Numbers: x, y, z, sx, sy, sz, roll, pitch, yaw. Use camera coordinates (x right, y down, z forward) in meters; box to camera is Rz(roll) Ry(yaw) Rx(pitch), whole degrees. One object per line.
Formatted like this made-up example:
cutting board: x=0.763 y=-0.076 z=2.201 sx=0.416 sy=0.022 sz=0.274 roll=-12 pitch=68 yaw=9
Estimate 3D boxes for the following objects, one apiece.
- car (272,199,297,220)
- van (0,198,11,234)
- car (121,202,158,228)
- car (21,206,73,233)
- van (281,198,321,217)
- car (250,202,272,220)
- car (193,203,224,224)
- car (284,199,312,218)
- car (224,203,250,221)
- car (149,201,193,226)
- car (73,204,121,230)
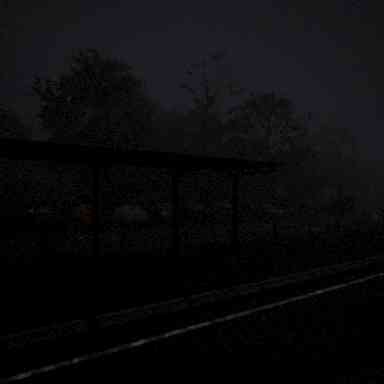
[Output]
car: x=6.804 y=1.735 z=31.380 sx=1.946 sy=1.575 sz=5.366 roll=1 pitch=0 yaw=-36
van: x=-11.419 y=1.278 z=18.699 sx=1.878 sy=1.987 sz=4.442 roll=1 pitch=0 yaw=-36
car: x=-4.583 y=1.630 z=23.450 sx=2.002 sy=1.452 sz=4.674 roll=1 pitch=0 yaw=-36
car: x=-9.096 y=1.572 z=20.216 sx=2.002 sy=1.452 sz=4.674 roll=1 pitch=0 yaw=-36
van: x=11.278 y=1.574 z=34.669 sx=1.878 sy=1.987 sz=4.442 roll=1 pitch=0 yaw=-36
car: x=4.423 y=1.738 z=29.939 sx=2.163 sy=1.488 sz=4.792 roll=1 pitch=0 yaw=-36
car: x=-0.075 y=1.648 z=26.689 sx=2.097 sy=1.535 sz=5.008 roll=1 pitch=0 yaw=-36
car: x=8.936 y=1.799 z=33.172 sx=2.163 sy=1.488 sz=4.792 roll=1 pitch=0 yaw=-36
car: x=2.188 y=1.679 z=28.295 sx=2.231 sy=1.521 sz=4.892 roll=1 pitch=0 yaw=-36
car: x=-2.345 y=1.493 z=25.094 sx=2.185 sy=1.767 sz=4.553 roll=1 pitch=0 yaw=-36
car: x=-6.837 y=1.561 z=21.832 sx=2.097 sy=1.535 sz=5.008 roll=1 pitch=0 yaw=-36
